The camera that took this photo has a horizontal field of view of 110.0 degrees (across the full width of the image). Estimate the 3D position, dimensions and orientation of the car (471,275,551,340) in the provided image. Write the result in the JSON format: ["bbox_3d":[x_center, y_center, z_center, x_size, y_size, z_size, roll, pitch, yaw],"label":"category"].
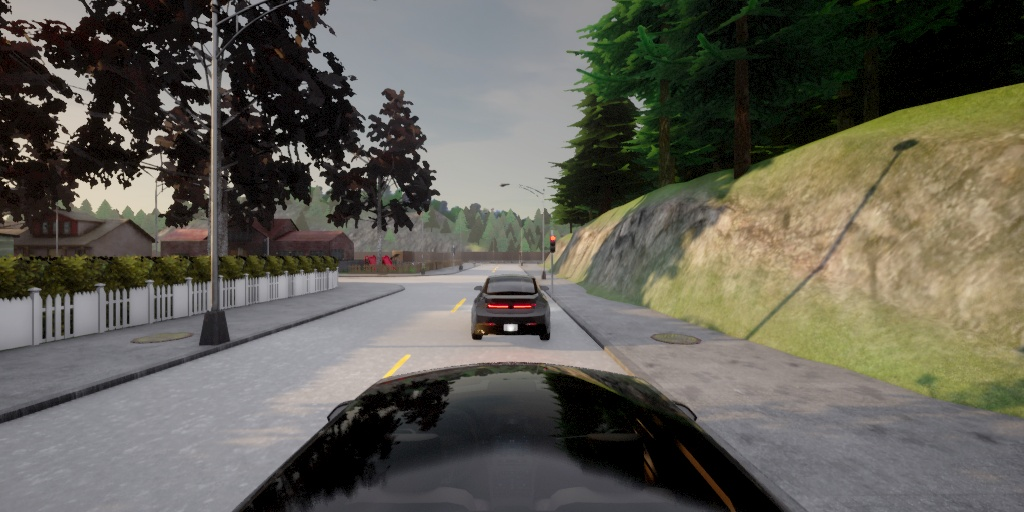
[{"bbox_3d":[-0.019,1.255,9.947,1.837,1.490,4.892,0,0,0],"label":"car"}]
